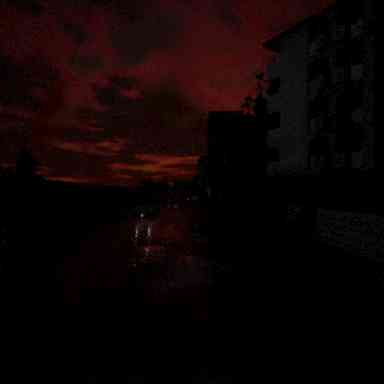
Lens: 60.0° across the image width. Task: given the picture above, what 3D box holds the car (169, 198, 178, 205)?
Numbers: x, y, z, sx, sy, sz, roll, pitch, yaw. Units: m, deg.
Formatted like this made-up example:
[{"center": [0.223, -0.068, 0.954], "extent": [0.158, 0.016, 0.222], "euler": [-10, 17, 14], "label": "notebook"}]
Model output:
[{"center": [-3.987, 2.024, 71.218], "extent": [1.895, 1.301, 4.718], "euler": [0, 0, 0], "label": "car"}]

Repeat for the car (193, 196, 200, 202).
[{"center": [1.217, 2.033, 94.674], "extent": [1.801, 1.575, 5.366], "euler": [0, 0, 0], "label": "car"}]

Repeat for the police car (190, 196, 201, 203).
[{"center": [1.204, 1.935, 84.596], "extent": [1.930, 1.638, 5.238], "euler": [0, -1, 0], "label": "police car"}]

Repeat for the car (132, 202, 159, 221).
[{"center": [-4.091, 1.674, 29.689], "extent": [2.128, 1.511, 4.902], "euler": [0, 0, 0], "label": "car"}]
